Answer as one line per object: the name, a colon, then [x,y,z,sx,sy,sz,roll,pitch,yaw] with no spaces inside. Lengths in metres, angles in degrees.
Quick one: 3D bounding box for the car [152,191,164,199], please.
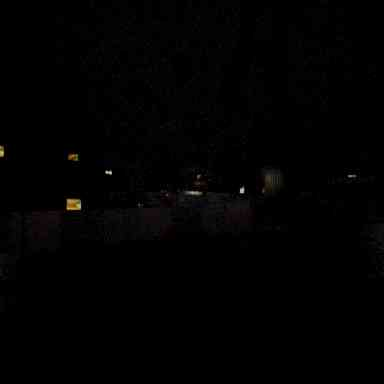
car: [-6.442,0.639,61.681,1.812,1.442,4.674,1,1,-21]
